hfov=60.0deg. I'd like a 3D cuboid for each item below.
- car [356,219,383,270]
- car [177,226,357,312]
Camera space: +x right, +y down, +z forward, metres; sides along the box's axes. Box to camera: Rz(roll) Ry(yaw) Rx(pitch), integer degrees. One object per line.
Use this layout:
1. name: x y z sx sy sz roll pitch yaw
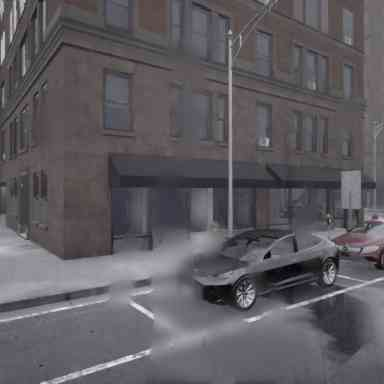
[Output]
1. car: 6.174 1.582 10.939 4.206 1.307 1.802 0 0 -35
2. car: 1.695 1.566 7.744 4.313 1.339 1.947 0 0 -36
